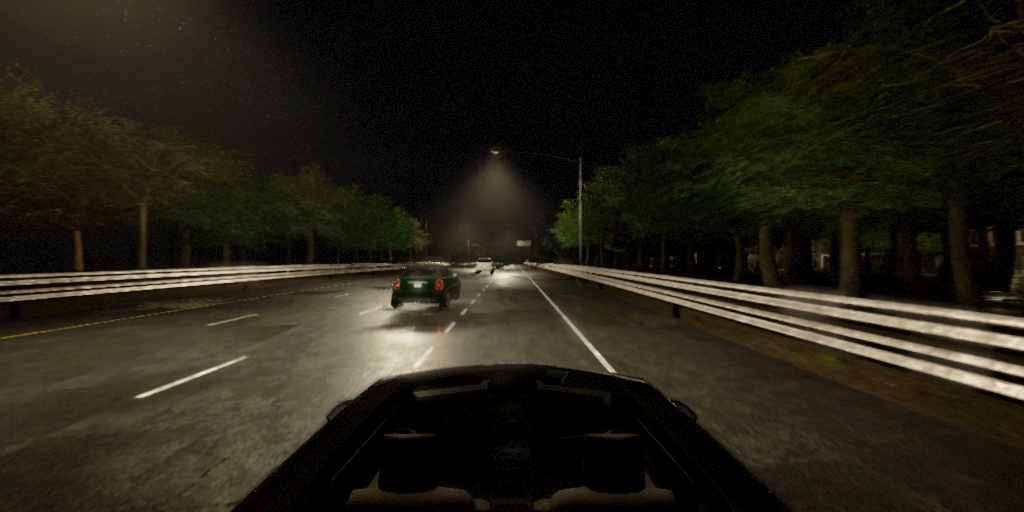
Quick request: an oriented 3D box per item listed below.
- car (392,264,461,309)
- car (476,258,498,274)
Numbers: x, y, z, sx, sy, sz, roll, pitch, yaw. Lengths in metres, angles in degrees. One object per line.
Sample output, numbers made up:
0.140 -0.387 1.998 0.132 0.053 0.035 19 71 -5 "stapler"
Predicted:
-3.492 1.142 15.426 2.097 1.767 4.553 0 0 0 "car"
-3.408 1.313 46.707 2.150 2.045 5.566 0 -1 0 "car"
